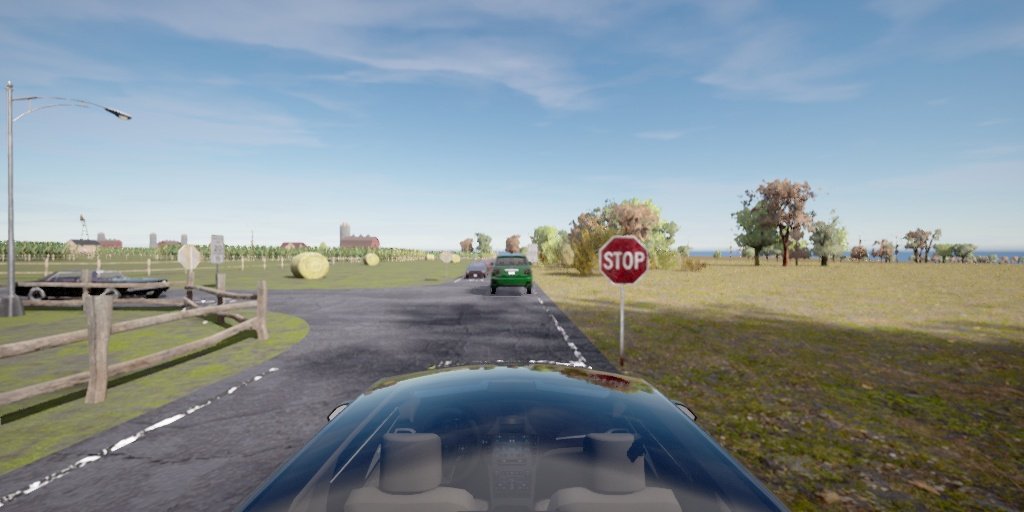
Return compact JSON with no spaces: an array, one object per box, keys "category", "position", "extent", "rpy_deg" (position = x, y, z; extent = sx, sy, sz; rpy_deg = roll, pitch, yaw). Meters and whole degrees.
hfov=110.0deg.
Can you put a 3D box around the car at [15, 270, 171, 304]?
[{"category":"car","position":[-17.449,1.229,15.065],"extent":[4.718,1.301,1.895],"rpy_deg":[0,1,-1]}]

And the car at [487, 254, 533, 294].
[{"category":"car","position":[-0.038,0.936,20.259],"extent":[2.150,2.045,5.566],"rpy_deg":[0,0,0]}]

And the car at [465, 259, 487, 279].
[{"category":"car","position":[-3.086,1.244,32.593],"extent":[2.033,1.411,5.357],"rpy_deg":[0,0,0]}]
